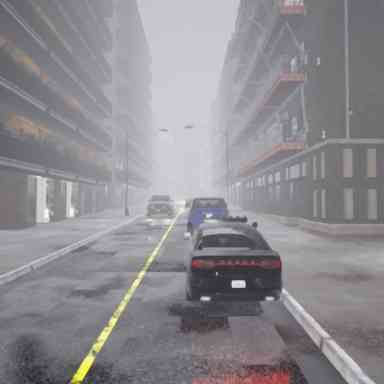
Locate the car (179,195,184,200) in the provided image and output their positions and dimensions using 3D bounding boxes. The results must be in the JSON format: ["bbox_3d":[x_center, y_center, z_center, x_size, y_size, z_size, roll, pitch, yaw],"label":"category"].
[{"bbox_3d":[-2.760,1.596,93.141,2.033,1.411,5.357,0,0,0],"label":"car"}]

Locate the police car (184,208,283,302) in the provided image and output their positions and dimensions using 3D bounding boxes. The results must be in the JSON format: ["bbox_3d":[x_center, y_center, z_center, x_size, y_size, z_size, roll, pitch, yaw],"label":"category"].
[{"bbox_3d":[0.824,1.428,8.468,1.930,1.638,5.238,0,0,0],"label":"police car"}]

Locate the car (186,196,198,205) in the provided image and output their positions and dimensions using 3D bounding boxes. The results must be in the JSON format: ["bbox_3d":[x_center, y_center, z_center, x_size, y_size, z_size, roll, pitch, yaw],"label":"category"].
[{"bbox_3d":[-0.005,1.513,59.999,2.128,1.511,4.902,0,0,0],"label":"car"}]

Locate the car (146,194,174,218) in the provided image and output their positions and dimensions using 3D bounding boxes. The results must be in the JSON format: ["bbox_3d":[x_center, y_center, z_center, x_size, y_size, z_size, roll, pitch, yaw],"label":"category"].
[{"bbox_3d":[-2.852,1.230,30.819,2.150,2.045,5.566,0,0,0],"label":"car"}]

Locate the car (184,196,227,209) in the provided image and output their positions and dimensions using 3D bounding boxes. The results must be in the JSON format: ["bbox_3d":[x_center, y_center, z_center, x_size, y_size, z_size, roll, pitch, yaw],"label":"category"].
[{"bbox_3d":[0.823,1.230,18.395,2.150,2.045,5.566,0,0,0],"label":"car"}]

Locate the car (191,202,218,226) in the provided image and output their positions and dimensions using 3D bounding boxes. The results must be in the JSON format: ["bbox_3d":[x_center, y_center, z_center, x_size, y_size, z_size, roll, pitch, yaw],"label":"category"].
[{"bbox_3d":[0.823,1.533,24.366,1.812,1.442,4.674,0,0,0],"label":"car"}]

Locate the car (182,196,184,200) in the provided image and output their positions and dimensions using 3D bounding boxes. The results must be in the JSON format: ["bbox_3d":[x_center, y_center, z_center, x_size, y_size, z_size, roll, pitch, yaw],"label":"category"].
[{"bbox_3d":[0.004,1.518,45.698,1.837,1.490,4.892,0,0,0],"label":"car"}]
